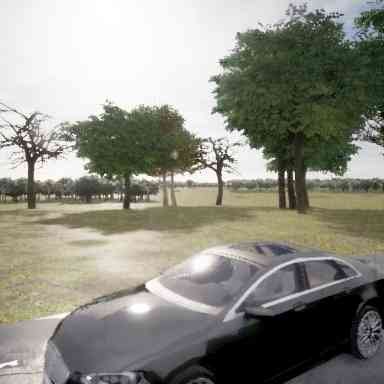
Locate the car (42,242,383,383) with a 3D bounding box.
[{"bbox_3d":[0.722,1.491,4.393,4.902,1.511,2.128,0,0,-34],"label":"car"}]
